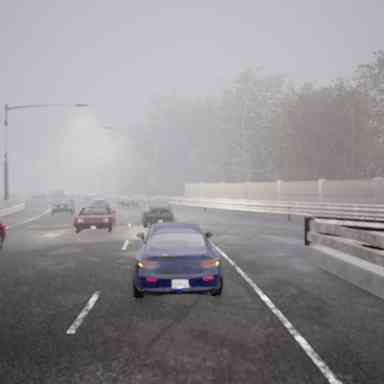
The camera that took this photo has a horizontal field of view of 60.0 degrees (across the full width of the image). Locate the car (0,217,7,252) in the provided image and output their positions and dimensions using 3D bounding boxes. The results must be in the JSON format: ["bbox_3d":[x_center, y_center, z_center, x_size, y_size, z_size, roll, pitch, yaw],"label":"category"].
[{"bbox_3d":[-7.520,1.140,9.559,2.150,2.045,5.566,0,1,-6],"label":"car"}]

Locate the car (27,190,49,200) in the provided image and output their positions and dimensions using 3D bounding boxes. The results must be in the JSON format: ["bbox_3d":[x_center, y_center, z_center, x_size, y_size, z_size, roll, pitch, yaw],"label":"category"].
[{"bbox_3d":[-30.557,0.775,65.874,1.882,1.535,5.008,0,1,-41],"label":"car"}]

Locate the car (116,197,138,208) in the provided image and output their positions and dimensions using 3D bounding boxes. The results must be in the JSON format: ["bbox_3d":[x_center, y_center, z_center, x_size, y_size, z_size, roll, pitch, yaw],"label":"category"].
[{"bbox_3d":[-8.040,1.251,40.929,1.895,1.301,4.718,0,1,-23],"label":"car"}]

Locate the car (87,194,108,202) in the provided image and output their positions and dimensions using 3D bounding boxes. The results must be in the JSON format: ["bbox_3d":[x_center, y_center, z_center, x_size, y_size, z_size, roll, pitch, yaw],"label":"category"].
[{"bbox_3d":[-10.392,1.208,37.146,1.812,1.442,4.674,0,0,-20],"label":"car"}]

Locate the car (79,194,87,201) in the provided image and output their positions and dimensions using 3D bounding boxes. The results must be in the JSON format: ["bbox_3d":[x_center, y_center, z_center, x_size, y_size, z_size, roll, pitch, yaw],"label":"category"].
[{"bbox_3d":[-18.978,1.074,61.793,1.895,1.301,4.718,0,1,-33],"label":"car"}]

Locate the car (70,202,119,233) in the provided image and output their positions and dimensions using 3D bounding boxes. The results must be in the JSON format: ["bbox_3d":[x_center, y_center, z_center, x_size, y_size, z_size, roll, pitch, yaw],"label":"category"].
[{"bbox_3d":[-5.324,1.440,18.738,1.895,1.301,4.718,0,0,-10],"label":"car"}]

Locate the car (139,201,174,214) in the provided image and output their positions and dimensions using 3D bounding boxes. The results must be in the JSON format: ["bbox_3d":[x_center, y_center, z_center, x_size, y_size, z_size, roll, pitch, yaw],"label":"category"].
[{"bbox_3d":[-2.238,1.326,21.057,1.837,1.490,4.892,0,1,-11],"label":"car"}]

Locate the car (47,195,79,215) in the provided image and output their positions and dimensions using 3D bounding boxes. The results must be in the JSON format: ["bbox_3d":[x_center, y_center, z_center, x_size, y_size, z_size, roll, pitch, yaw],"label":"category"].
[{"bbox_3d":[-11.824,1.285,30.710,2.033,1.411,5.357,0,1,-17],"label":"car"}]

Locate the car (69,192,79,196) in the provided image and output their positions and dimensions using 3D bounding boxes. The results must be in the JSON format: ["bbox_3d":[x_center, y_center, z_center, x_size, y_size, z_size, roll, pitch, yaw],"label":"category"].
[{"bbox_3d":[-25.114,0.781,70.277,1.812,1.442,4.674,0,1,-41],"label":"car"}]

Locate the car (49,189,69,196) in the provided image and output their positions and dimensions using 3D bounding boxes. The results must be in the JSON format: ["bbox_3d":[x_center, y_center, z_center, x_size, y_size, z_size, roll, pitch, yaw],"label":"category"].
[{"bbox_3d":[-27.855,0.502,68.096,2.150,2.045,5.566,0,1,-41],"label":"car"}]

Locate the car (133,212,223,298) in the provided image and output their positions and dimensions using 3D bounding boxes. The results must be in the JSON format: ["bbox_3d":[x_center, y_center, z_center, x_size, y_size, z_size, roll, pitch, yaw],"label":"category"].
[{"bbox_3d":[-0.406,1.454,8.234,1.812,1.442,4.674,0,1,-5],"label":"car"}]
